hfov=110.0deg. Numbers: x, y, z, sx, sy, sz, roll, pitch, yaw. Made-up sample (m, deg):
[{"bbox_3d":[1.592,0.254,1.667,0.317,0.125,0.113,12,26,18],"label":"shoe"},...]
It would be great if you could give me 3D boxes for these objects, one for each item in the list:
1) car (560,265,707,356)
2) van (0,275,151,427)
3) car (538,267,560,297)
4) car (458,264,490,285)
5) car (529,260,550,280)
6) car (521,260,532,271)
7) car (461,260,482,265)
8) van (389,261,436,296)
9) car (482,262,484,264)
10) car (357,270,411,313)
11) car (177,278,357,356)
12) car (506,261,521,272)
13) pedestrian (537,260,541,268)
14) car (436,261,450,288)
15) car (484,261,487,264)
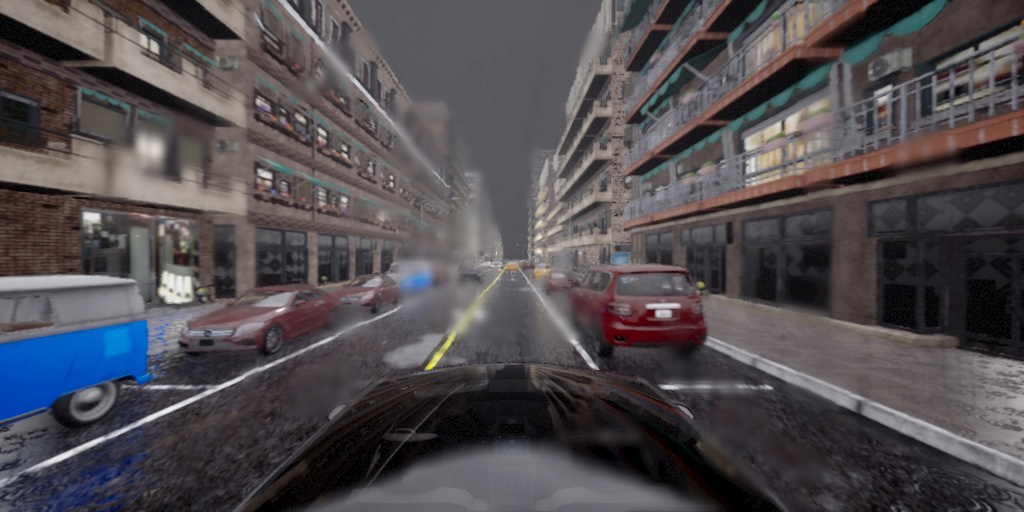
[{"bbox_3d":[2.689,1.121,8.709,2.192,1.841,5.009,0,0,0],"label":"car"},{"bbox_3d":[-5.658,1.101,3.076,1.690,1.789,3.998,0,0,0],"label":"van"},{"bbox_3d":[2.690,1.480,20.036,1.802,1.307,4.207,0,0,0],"label":"car"},{"bbox_3d":[-3.096,1.569,28.647,1.895,1.301,4.718,0,0,0],"label":"car"},{"bbox_3d":[3.001,1.482,35.669,1.801,1.575,5.366,0,0,0],"label":"car"},{"bbox_3d":[2.691,1.540,59.681,2.192,1.841,5.009,0,0,0],"label":"car"},{"bbox_3d":[-5.690,1.445,48.386,2.192,1.841,5.009,0,0,0],"label":"car"},{"bbox_3d":[-5.673,1.238,20.068,1.690,1.789,3.998,0,0,0],"label":"van"},{"bbox_3d":[-5.690,1.617,54.049,1.967,1.591,4.097,0,0,0],"label":"car"},{"bbox_3d":[-5.661,1.433,14.403,1.802,1.307,4.207,0,0,0],"label":"car"},{"bbox_3d":[-5.659,1.388,8.739,1.802,1.307,4.207,0,0,0],"label":"car"},{"bbox_3d":[0.059,1.683,57.222,1.882,1.535,5.008,0,-1,0],"label":"car"},{"bbox_3d":[2.942,1.368,38.670,0.375,1.860,0.375,-4,-1,-4],"label":"pedestrian"},{"bbox_3d":[-5.701,1.258,25.731,2.192,1.841,5.009,0,0,0],"label":"car"},{"bbox_3d":[-5.690,1.791,59.713,1.948,1.339,4.313,0,0,0],"label":"car"}]
